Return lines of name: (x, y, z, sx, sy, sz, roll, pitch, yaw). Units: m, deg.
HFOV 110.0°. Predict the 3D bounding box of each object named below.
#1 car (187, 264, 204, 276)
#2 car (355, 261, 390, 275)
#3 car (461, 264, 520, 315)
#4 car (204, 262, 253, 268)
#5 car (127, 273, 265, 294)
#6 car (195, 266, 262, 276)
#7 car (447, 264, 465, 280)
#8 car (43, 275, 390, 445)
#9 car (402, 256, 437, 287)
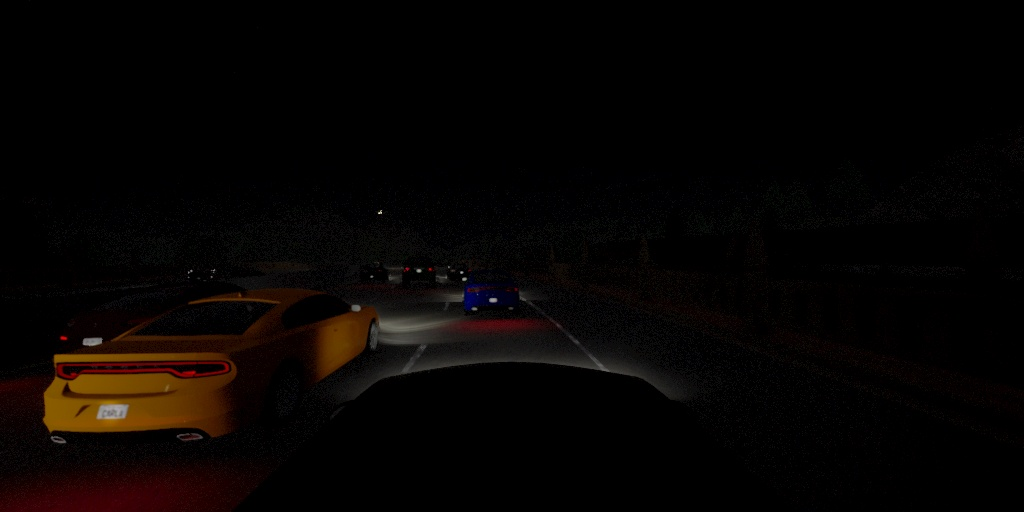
car: (-26.454, 1.315, 31.807, 2.097, 1.767, 4.553, 0, 0, -15)
car: (-11.163, 1.356, 29.392, 2.128, 1.511, 4.902, 0, 0, -14)
car: (-0.889, 1.255, 13.863, 1.882, 1.535, 5.008, 0, 0, -7)
car: (-22.041, 1.420, 28.887, 2.128, 1.511, 4.902, 0, 0, -15)
car: (-7.350, 1.318, 8.445, 1.812, 1.442, 4.674, 0, 0, -4)
car: (-16.665, 1.478, 21.957, 1.895, 1.301, 4.718, 0, 0, -13)
car: (-4.817, 1.398, 32.751, 1.994, 1.385, 4.181, 0, 0, -14)
car: (-3.682, 1.249, 5.681, 1.882, 1.535, 5.008, 0, 0, -3)
car: (-6.551, 1.050, 25.485, 2.150, 2.045, 5.566, 0, 0, -13)
